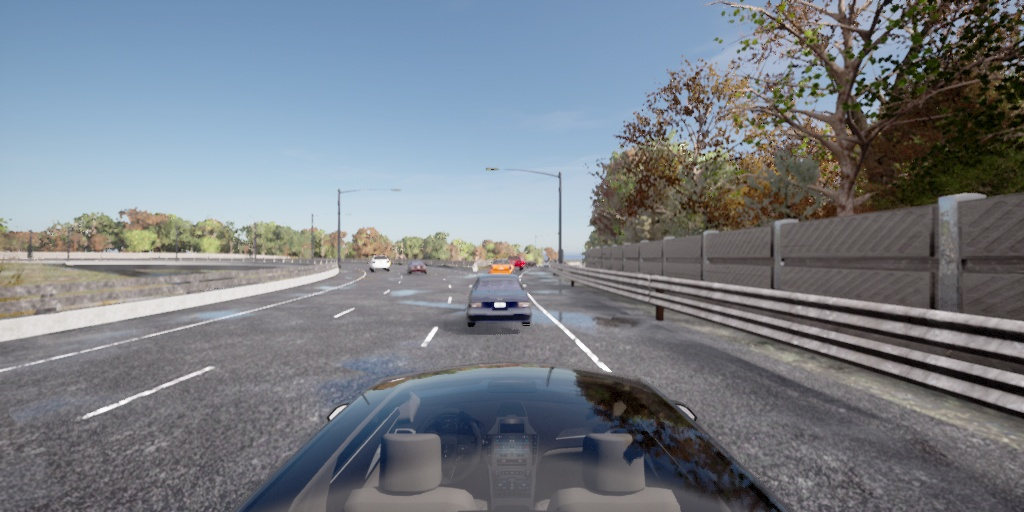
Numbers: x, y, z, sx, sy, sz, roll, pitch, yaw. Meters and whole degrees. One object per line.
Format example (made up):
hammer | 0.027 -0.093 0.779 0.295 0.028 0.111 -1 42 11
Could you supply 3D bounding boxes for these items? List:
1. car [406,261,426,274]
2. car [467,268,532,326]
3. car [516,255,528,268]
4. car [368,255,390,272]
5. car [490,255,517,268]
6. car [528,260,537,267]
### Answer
car | -10.704 1.265 39.982 2.033 1.411 5.357 0 0 -21
car | -0.448 1.289 11.632 2.033 1.411 5.357 0 0 -3
car | 0.590 0.930 49.912 2.150 2.045 5.566 0 0 7
car | -17.329 0.933 46.555 2.150 2.045 5.566 0 0 -26
car | -0.872 1.075 32.885 2.097 1.767 4.553 0 0 2
car | 3.269 1.316 64.649 1.895 1.301 4.718 0 0 11
